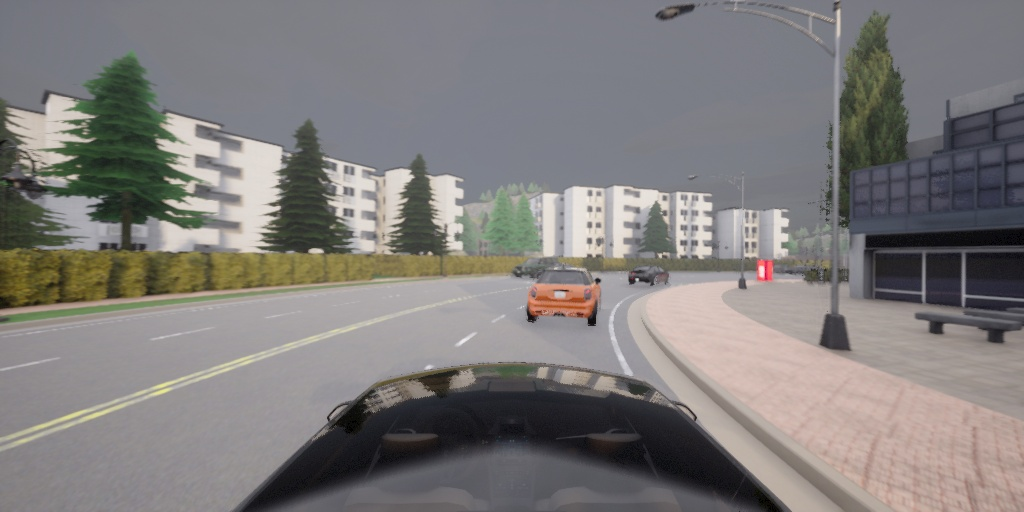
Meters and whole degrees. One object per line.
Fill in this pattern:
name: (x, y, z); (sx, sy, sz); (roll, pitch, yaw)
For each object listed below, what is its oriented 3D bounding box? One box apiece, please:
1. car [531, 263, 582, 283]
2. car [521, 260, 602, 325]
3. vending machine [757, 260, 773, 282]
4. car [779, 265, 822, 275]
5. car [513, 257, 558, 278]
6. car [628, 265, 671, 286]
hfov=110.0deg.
car: (3.895, 1.394, 30.649); (1.837, 1.490, 4.892); (0, -1, 41)
car: (1.953, 1.158, 12.394); (2.097, 1.767, 4.553); (1, 0, 16)
vending machine: (22.089, 1.300, 31.331); (0.880, 2.100, 1.100); (0, 0, -29)
car: (39.964, 1.919, 49.131); (5.357, 1.411, 2.033); (1, 0, -15)
car: (2.488, 1.107, 34.403); (2.150, 2.045, 5.566); (0, -1, 43)
car: (10.577, 1.462, 27.450); (1.837, 1.490, 4.892); (0, -1, 42)
